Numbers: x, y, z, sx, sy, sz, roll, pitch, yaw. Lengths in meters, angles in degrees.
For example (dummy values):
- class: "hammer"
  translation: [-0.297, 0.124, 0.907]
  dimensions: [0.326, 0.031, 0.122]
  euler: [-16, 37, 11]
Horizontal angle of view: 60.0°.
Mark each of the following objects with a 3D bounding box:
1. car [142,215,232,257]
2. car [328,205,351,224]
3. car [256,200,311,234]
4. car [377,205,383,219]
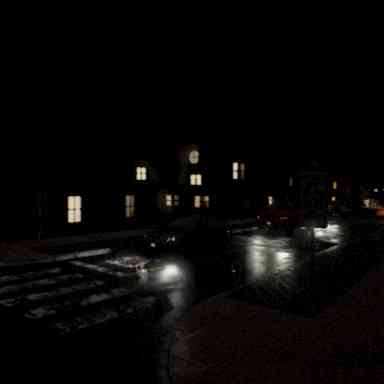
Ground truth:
- class: "car"
  translation: [-0.007, 1.719, 14.186]
  dimensions: [1.812, 1.442, 4.674]
  euler: [1, 0, 38]
- class: "car"
  translation: [12.936, 1.954, 30.168]
  dimensions: [2.128, 1.511, 4.902]
  euler: [1, 0, 39]
- class: "car"
  translation: [6.338, 1.545, 22.046]
  dimensions: [2.150, 2.045, 5.566]
  euler: [1, 0, 39]
- class: "car"
  translation: [21.419, 2.120, 35.958]
  dimensions: [1.882, 1.535, 5.008]
  euler: [1, 0, 39]
